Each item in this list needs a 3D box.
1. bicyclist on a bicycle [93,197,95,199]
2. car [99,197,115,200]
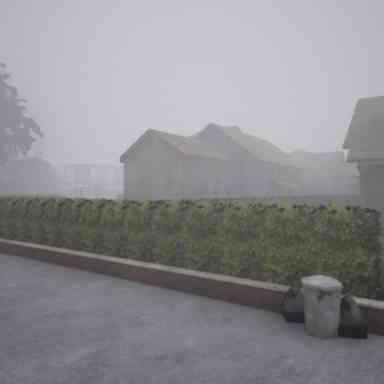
[{"bbox_3d":[-8.858,1.295,30.419,1.656,1.620,0.582,0,0,35],"label":"bicyclist on a bicycle"},{"bbox_3d":[-11.000,1.406,41.928,1.882,1.535,5.008,0,0,35],"label":"car"}]
